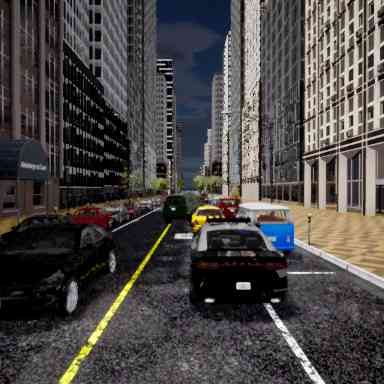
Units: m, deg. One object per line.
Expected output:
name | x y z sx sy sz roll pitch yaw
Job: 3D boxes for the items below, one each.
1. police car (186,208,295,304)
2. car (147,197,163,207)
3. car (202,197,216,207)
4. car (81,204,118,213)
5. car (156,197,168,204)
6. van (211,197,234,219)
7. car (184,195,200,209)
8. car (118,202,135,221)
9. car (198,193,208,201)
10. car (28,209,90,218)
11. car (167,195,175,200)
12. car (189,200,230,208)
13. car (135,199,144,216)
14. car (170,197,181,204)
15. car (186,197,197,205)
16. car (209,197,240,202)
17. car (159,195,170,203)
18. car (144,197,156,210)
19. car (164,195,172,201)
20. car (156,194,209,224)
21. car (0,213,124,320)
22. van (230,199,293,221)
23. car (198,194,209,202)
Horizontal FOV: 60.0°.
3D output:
police car | 0.889 1.424 8.358 1.930 1.638 5.238 0 0 0
car | -5.753 1.541 52.680 2.008 1.369 4.403 -1 0 0
car | 2.628 1.541 52.688 2.008 1.369 4.403 -1 0 0
car | -5.718 1.542 18.579 1.887 1.381 4.507 -1 0 0
car | -5.764 1.569 64.047 1.802 1.307 4.206 -1 0 0
van | 2.649 1.336 29.954 1.690 1.788 3.998 -1 0 0
car | -0.028 1.344 46.158 2.097 1.767 4.553 0 0 0
car | -5.725 1.547 24.262 2.008 1.369 4.403 -1 0 0
car | 2.597 1.298 81.108 2.192 1.841 5.009 -1 0 0
car | -5.712 1.564 12.895 1.947 1.339 4.313 -1 0 0
car | -5.793 1.545 92.466 1.947 1.339 4.313 -1 0 0
car | 0.880 1.452 18.437 1.801 1.575 5.366 0 0 0
car | -5.729 1.577 29.946 1.802 1.307 4.206 -1 0 0
car | -3.062 1.589 62.690 1.895 1.301 4.718 0 0 0
car | -0.062 1.553 59.258 1.994 1.385 4.181 0 0 0
car | 2.654 1.311 24.271 2.192 1.841 5.009 -1 0 0
car | -5.771 1.426 69.731 1.967 1.590 4.097 -1 0 0
car | -5.741 1.544 41.313 2.008 1.369 4.403 -1 0 0
car | -5.781 1.508 80.929 1.752 1.417 4.829 -1 0 0
car | -0.169 1.216 24.631 2.150 2.045 5.566 -1 0 24
car | -3.112 1.476 7.685 1.882 1.535 5.008 0 0 0
van | 2.666 1.339 12.903 1.690 1.788 3.998 -1 0 0
car | 2.602 1.300 75.424 2.192 1.841 5.009 -1 0 0
